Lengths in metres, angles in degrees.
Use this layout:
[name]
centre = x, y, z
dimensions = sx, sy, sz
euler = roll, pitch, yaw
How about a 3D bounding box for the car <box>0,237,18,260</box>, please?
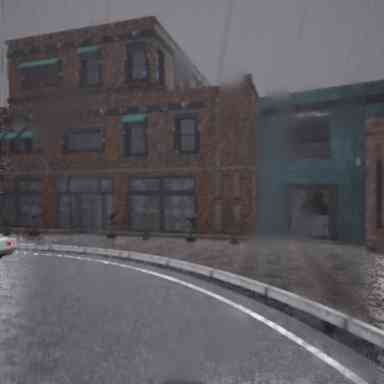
[car]
centre = -8.773, 1.962, 11.915
dimensions = 4.718, 1.301, 1.895
euler = -2, 0, 20
